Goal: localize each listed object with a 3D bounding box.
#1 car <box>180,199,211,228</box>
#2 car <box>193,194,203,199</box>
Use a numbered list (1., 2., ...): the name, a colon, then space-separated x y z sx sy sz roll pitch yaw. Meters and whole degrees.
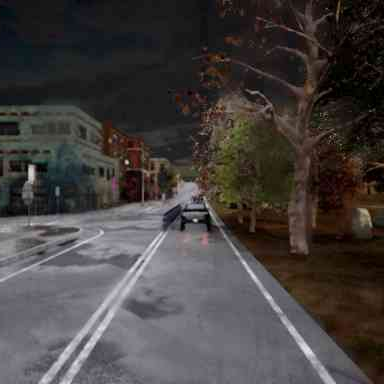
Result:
1. car: 0.241 1.487 22.437 2.128 1.511 4.902 0 0 1
2. car: 1.302 1.130 71.222 2.097 1.767 4.553 0 0 2
